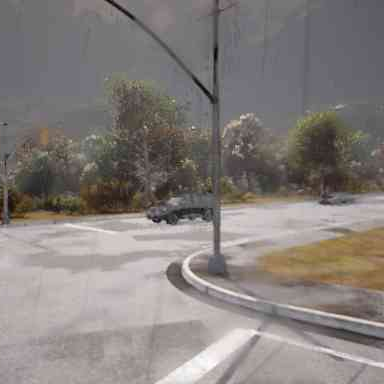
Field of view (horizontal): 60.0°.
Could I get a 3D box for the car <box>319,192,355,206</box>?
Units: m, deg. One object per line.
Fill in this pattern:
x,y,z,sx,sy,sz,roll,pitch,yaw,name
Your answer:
15.852,0.739,36.429,4.181,1.385,1.994,-4,2,-31,car

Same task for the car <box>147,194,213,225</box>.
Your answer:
-0.640,1.213,24.622,5.566,2.045,2.150,-2,1,-40,car
